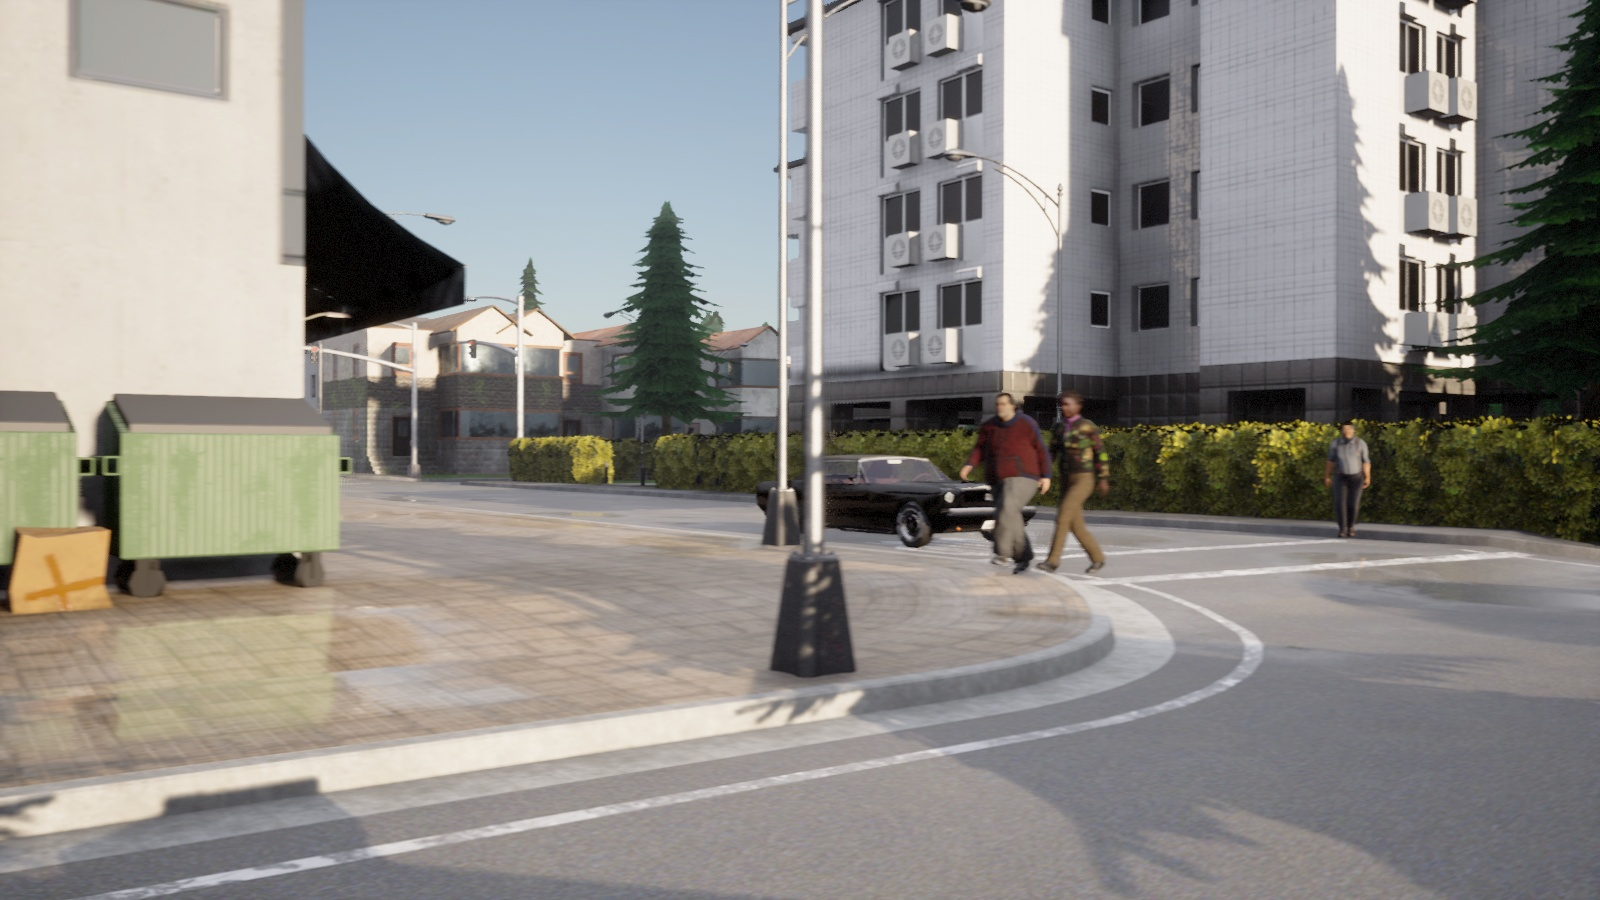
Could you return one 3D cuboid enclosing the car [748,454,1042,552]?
[{"bbox_3d":[1.295,0.720,19.218,1.895,1.301,4.718,0,0,-36],"label":"car"}]

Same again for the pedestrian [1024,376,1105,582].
[{"bbox_3d":[2.555,0.277,12.130,0.692,1.930,0.395,0,0,-36],"label":"pedestrian"}]

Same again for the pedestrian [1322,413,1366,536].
[{"bbox_3d":[8.363,0.374,19.301,0.540,1.848,0.694,0,0,31],"label":"pedestrian"}]

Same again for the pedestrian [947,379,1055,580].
[{"bbox_3d":[1.939,0.274,12.060,0.634,1.844,0.899,0,0,42],"label":"pedestrian"}]
